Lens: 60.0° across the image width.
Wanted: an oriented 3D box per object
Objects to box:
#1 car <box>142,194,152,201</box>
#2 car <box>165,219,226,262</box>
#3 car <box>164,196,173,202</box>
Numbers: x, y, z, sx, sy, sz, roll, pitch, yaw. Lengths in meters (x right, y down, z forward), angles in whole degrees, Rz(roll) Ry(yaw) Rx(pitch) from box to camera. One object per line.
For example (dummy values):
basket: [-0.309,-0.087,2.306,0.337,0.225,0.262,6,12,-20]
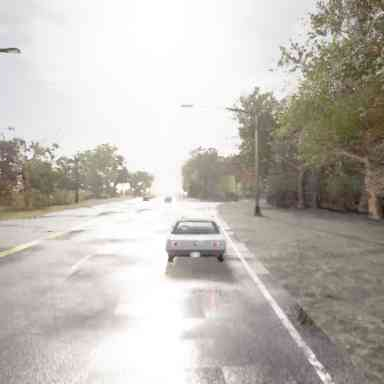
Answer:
car: [-12.843,1.743,92.676,1.895,1.301,4.718,0,0,-3]
car: [0.137,1.632,12.315,1.895,1.301,4.718,0,0,1]
car: [-5.506,1.646,77.157,2.033,1.411,5.357,0,0,-3]
